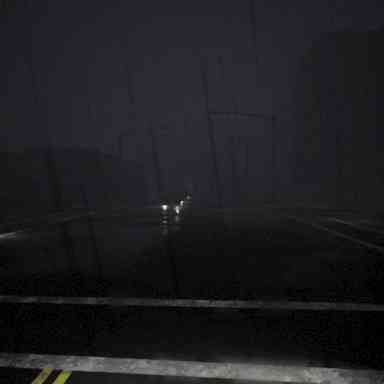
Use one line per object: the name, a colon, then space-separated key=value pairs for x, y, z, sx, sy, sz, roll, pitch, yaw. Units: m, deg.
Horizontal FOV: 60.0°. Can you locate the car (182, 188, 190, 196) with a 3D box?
car: x=-1.817 y=0.424 z=59.378 sx=2.033 sy=1.411 sz=5.357 roll=0 pitch=1 yaw=2

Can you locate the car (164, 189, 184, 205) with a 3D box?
car: x=-2.399 y=0.781 z=41.640 sx=1.837 sy=1.490 sz=4.892 roll=0 pitch=1 yaw=2

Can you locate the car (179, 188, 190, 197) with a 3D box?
car: x=-1.496 y=0.000 z=69.566 sx=2.097 sy=1.767 sz=4.553 roll=0 pitch=1 yaw=2

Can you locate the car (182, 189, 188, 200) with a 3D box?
car: x=-2.116 y=0.640 z=50.522 sx=1.994 sy=1.385 sz=4.181 roll=0 pitch=1 yaw=2
